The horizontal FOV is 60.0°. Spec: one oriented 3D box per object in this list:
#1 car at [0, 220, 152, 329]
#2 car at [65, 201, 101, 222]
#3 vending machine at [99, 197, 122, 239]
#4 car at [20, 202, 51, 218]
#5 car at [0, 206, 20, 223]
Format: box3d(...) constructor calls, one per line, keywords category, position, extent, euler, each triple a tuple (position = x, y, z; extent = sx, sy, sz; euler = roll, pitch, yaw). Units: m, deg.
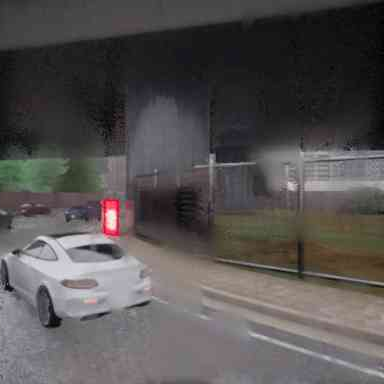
box3d(category="car", position=(-2.645, 1.581, 7.134), extent=(1.812, 1.442, 4.674), euler=(1, -1, -41))
box3d(category="car", position=(-9.072, 1.742, 28.116), extent=(1.812, 1.442, 4.674), euler=(0, -1, 4))
box3d(category="vending machine", position=(-4.261, 1.343, 17.407), extent=(1.100, 2.100, 0.880), euler=(1, -1, -18))
box3d(category="car", position=(-15.641, 1.731, 32.425), extent=(1.812, 1.442, 4.674), euler=(0, -1, 10))
box3d(category="car", position=(-12.055, 1.609, 19.660), extent=(1.837, 1.490, 4.892), euler=(0, -1, -12))
